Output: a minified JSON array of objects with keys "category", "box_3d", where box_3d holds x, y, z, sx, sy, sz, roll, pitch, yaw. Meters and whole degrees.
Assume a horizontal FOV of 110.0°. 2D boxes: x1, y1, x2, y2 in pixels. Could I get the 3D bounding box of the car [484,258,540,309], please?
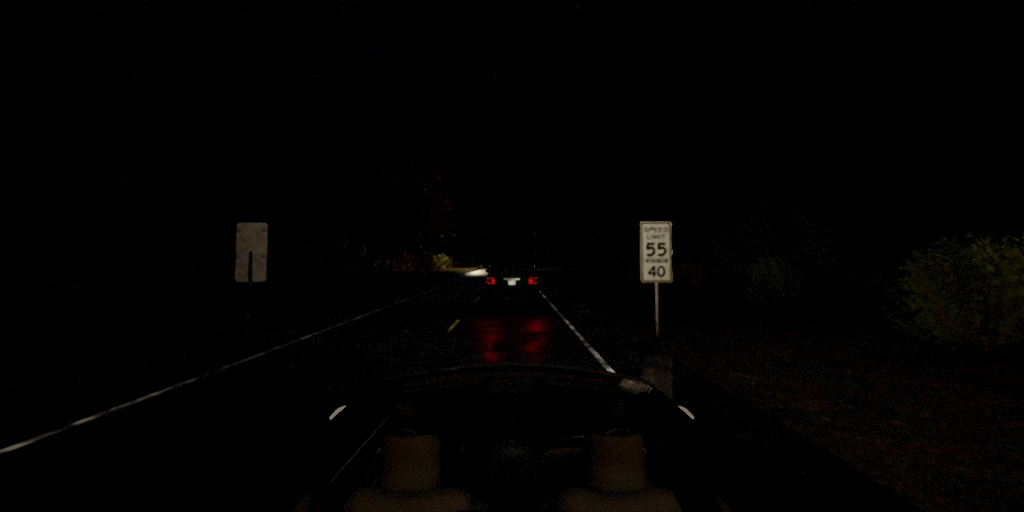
[{"category":"car","box_3d":[-0.003,1.111,15.888,2.150,2.045,5.566,0,0,0]}]
